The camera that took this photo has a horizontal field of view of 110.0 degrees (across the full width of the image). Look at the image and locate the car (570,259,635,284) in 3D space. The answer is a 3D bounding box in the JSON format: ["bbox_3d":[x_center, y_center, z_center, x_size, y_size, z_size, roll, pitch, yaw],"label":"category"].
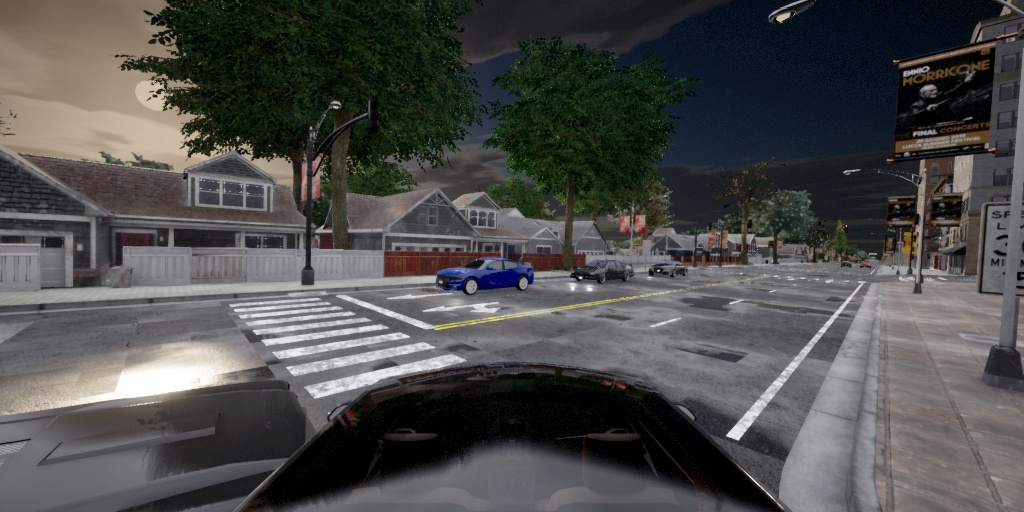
[{"bbox_3d":[6.045,0.941,23.386,5.357,1.411,2.033,0,2,-44],"label":"car"}]

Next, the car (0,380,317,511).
[{"bbox_3d":[-3.309,1.290,1.277,4.718,1.301,1.895,1,2,-34],"label":"car"}]

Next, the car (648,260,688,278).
[{"bbox_3d":[13.241,1.016,30.310,4.181,1.385,1.994,0,2,-44],"label":"car"}]

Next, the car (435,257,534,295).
[{"bbox_3d":[-1.119,0.816,16.464,5.008,1.535,1.882,0,2,-44],"label":"car"}]
